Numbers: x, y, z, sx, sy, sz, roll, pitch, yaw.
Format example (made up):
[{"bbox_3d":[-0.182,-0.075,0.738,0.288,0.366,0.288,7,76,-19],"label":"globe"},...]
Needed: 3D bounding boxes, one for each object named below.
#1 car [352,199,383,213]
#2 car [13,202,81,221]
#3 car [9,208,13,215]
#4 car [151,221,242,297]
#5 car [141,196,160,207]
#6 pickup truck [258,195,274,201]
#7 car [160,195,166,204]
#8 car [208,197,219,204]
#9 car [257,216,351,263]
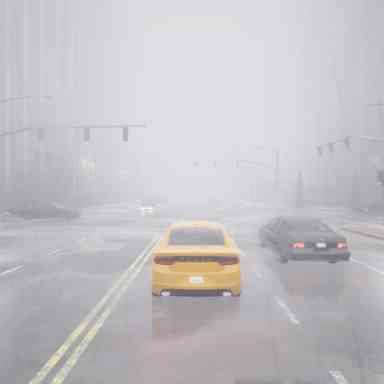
[{"bbox_3d":[20.211,1.505,36.615,4.892,1.490,1.837,0,0,1],"label":"car"},{"bbox_3d":[-11.261,1.525,26.490,4.674,1.442,1.812,0,0,1],"label":"car"},{"bbox_3d":[-13.729,1.601,30.031,4.718,1.301,1.895,0,0,1],"label":"car"},{"bbox_3d":[0.121,1.478,8.636,1.882,1.535,5.008,0,0,1],"label":"car"},{"bbox_3d":[-6.671,1.491,51.771,2.128,1.511,4.902,0,0,1],"label":"car"},{"bbox_3d":[17.241,1.059,76.577,2.390,2.098,6.274,0,0,31],"label":"pickup truck"},{"bbox_3d":[-6.563,1.477,61.901,1.882,1.535,5.008,0,0,1],"label":"car"},{"bbox_3d":[4.121,1.601,64.625,1.895,1.301,4.718,0,0,0],"label":"car"},{"bbox_3d":[3.667,1.547,11.876,2.033,1.411,5.357,0,0,1],"label":"car"}]
